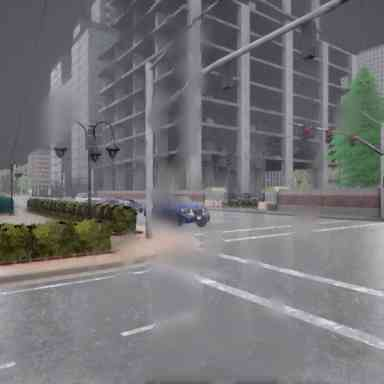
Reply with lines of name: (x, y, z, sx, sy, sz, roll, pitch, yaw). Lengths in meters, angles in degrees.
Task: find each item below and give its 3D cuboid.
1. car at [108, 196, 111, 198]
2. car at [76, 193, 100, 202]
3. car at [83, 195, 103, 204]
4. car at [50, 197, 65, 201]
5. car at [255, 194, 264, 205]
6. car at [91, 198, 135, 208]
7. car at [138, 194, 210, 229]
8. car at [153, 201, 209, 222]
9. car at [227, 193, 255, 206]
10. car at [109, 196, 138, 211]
car: (-13.356, 1.436, 56.684, 2.128, 1.511, 4.902, 0, 0, -36)
car: (-14.246, 1.163, 45.686, 2.150, 2.045, 5.566, 0, 0, -36)
car: (-19.461, 1.436, 65.094, 2.128, 1.511, 4.902, 0, 0, -36)
car: (-18.675, 1.470, 45.856, 1.812, 1.442, 4.674, 0, 0, -36)
car: (9.469, 1.114, 52.359, 1.905, 1.878, 3.866, 0, 0, -36)
car: (-7.252, 1.509, 30.079, 1.994, 1.385, 4.181, 0, 0, -36)
car: (-1.154, 1.166, 21.707, 2.150, 2.045, 5.566, 0, 0, -35)
car: (-1.053, 1.492, 27.503, 2.033, 1.411, 5.357, 0, 0, -36)
car: (7.080, 1.114, 50.644, 1.905, 1.878, 3.866, 0, 0, -36)
car: (-6.917, 1.470, 35.596, 1.812, 1.442, 4.674, 0, 0, -36)
